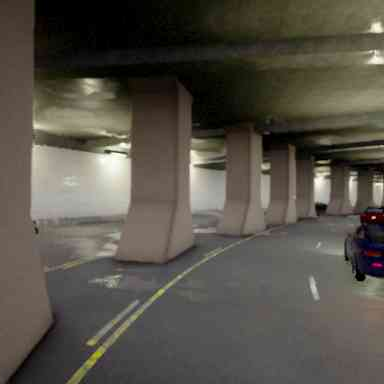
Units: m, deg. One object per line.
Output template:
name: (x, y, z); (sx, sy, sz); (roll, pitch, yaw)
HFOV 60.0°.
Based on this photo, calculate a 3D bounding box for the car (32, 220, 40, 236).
car: (-8.349, 1.480, 12.623); (2.033, 1.411, 5.357); (1, 0, 18)

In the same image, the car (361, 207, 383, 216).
car: (14.544, 1.891, 26.208); (1.994, 1.385, 4.181); (1, 0, 34)

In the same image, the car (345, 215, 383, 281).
car: (5.636, 1.651, 9.797); (1.812, 1.442, 4.674); (1, 0, 20)

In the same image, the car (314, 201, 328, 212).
car: (16.683, 1.987, 45.214); (5.357, 1.411, 2.033); (1, 0, -45)
